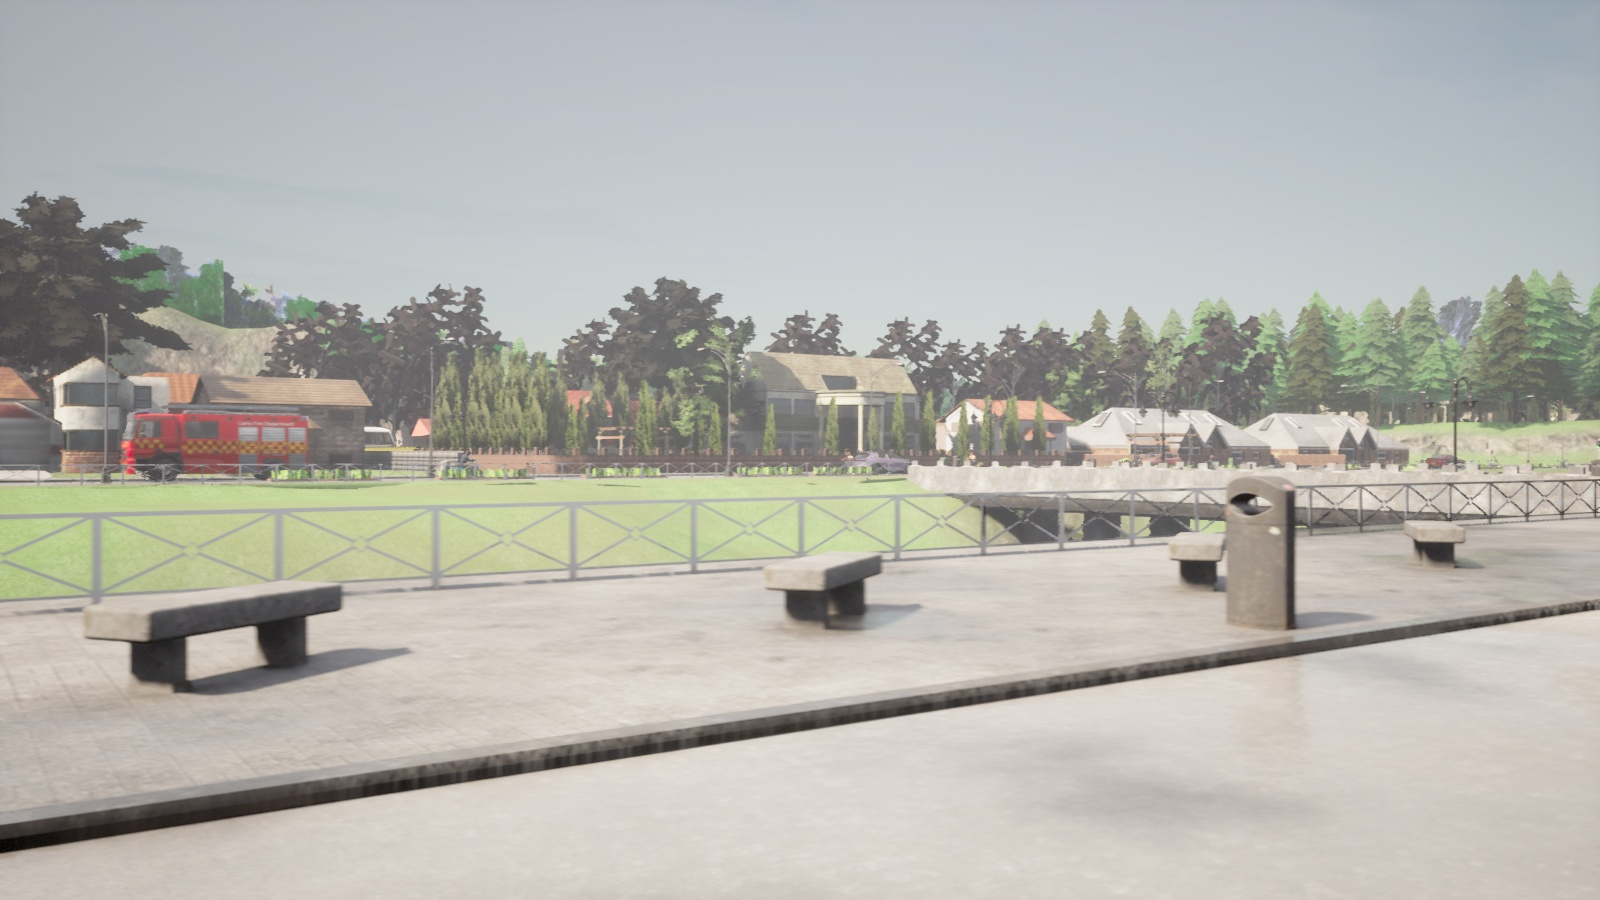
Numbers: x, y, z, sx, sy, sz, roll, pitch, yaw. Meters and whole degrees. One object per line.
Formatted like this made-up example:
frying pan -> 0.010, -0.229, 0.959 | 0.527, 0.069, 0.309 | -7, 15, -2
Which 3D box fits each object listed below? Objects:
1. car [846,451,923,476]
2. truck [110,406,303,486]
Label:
car -> 5.624, 0.867, 83.344 | 4.856, 1.649, 2.033 | 0, 0, -35
truck -> -29.922, -0.201, 63.491 | 8.468, 3.827, 2.891 | 0, 0, -35
